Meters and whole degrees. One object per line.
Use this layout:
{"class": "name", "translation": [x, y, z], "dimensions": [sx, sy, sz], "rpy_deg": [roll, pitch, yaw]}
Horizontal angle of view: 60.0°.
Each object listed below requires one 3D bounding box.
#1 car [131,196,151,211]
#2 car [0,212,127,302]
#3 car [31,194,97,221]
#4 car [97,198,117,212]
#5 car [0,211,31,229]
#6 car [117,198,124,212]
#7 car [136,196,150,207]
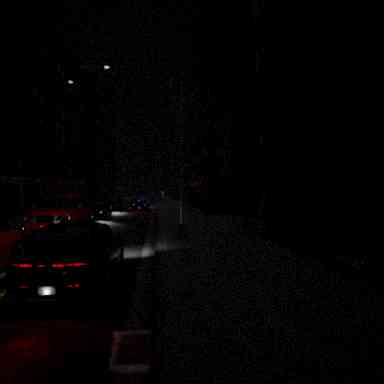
{"class": "car", "translation": [-5.989, 1.444, 38.714], "dimensions": [1.895, 1.301, 4.718], "rpy_deg": [0, 0, -5]}
{"class": "car", "translation": [-2.791, 1.467, 8.209], "dimensions": [1.837, 1.490, 4.892], "rpy_deg": [0, 0, -6]}
{"class": "car", "translation": [-6.576, 1.131, 16.856], "dimensions": [2.150, 2.045, 5.566], "rpy_deg": [0, 0, -6]}
{"class": "car", "translation": [-7.658, 1.416, 27.051], "dimensions": [2.033, 1.411, 5.357], "rpy_deg": [0, 0, -6]}
{"class": "car", "translation": [-5.529, 1.299, 7.284], "dimensions": [2.097, 1.767, 4.553], "rpy_deg": [0, 0, -7]}
{"class": "car", "translation": [-8.687, 1.377, 37.099], "dimensions": [2.033, 1.411, 5.357], "rpy_deg": [0, 0, -6]}
{"class": "car", "translation": [-7.112, 1.337, 48.839], "dimensions": [1.812, 1.442, 4.674], "rpy_deg": [0, 0, -6]}
